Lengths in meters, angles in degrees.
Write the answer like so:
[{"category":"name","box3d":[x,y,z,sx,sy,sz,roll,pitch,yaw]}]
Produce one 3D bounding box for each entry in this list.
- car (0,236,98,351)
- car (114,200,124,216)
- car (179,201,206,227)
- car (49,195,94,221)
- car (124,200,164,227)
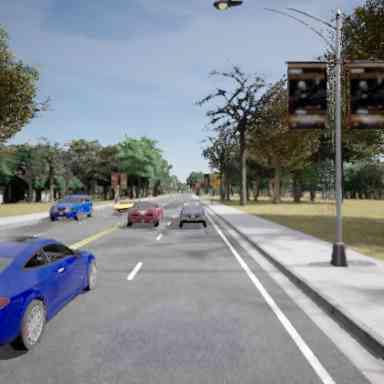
[{"category":"car","box3d":[-3.156,1.539,6.077,1.812,1.442,4.674,0,0,0]},{"category":"car","box3d":[-6.709,1.565,34.268,1.882,1.535,5.008,0,0,0]},{"category":"car","box3d":[0.040,1.605,23.528,2.033,1.411,5.357,0,0,-1]},{"category":"car","box3d":[-9.924,1.292,27.897,2.150,2.045,5.566,0,0,0]},{"category":"car","box3d":[-3.208,1.410,23.686,2.097,1.767,4.553,0,0,0]}]
